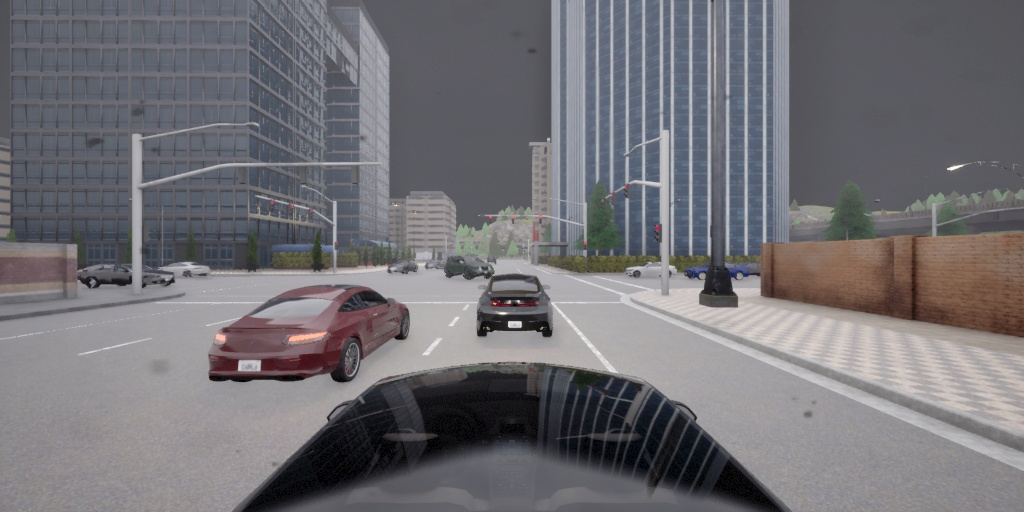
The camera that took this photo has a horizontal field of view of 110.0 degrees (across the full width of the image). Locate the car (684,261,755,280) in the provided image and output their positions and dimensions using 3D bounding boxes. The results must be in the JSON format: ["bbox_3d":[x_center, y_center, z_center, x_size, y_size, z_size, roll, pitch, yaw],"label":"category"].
[{"bbox_3d":[17.212,1.228,30.319,5.008,1.535,1.882,0,0,0],"label":"car"}]

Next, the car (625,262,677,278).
[{"bbox_3d":[13.030,1.276,33.763,4.674,1.442,1.812,0,0,1],"label":"car"}]

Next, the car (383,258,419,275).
[{"bbox_3d":[-11.898,1.242,39.428,2.128,1.511,4.902,0,0,9],"label":"car"}]

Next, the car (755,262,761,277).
[{"bbox_3d":[22.616,1.297,33.867,5.357,1.411,2.033,0,0,-1],"label":"car"}]

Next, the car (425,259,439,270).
[{"bbox_3d":[-11.448,1.242,52.567,2.128,1.511,4.902,0,0,-1],"label":"car"}]

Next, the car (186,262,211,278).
[{"bbox_3d":[-30.726,1.275,33.349,4.674,1.442,1.812,0,0,0],"label":"car"}]

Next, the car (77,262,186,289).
[{"bbox_3d":[-24.228,1.241,22.716,4.902,1.511,2.128,0,0,0],"label":"car"}]

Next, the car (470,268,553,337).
[{"bbox_3d":[0.065,1.255,10.275,1.837,1.490,4.892,0,0,0],"label":"car"}]

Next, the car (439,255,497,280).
[{"bbox_3d":[-3.874,0.970,31.263,2.150,2.045,5.566,-1,1,-39],"label":"car"}]

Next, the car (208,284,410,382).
[{"bbox_3d":[-3.437,1.276,7.010,1.812,1.442,4.674,0,0,0],"label":"car"}]
